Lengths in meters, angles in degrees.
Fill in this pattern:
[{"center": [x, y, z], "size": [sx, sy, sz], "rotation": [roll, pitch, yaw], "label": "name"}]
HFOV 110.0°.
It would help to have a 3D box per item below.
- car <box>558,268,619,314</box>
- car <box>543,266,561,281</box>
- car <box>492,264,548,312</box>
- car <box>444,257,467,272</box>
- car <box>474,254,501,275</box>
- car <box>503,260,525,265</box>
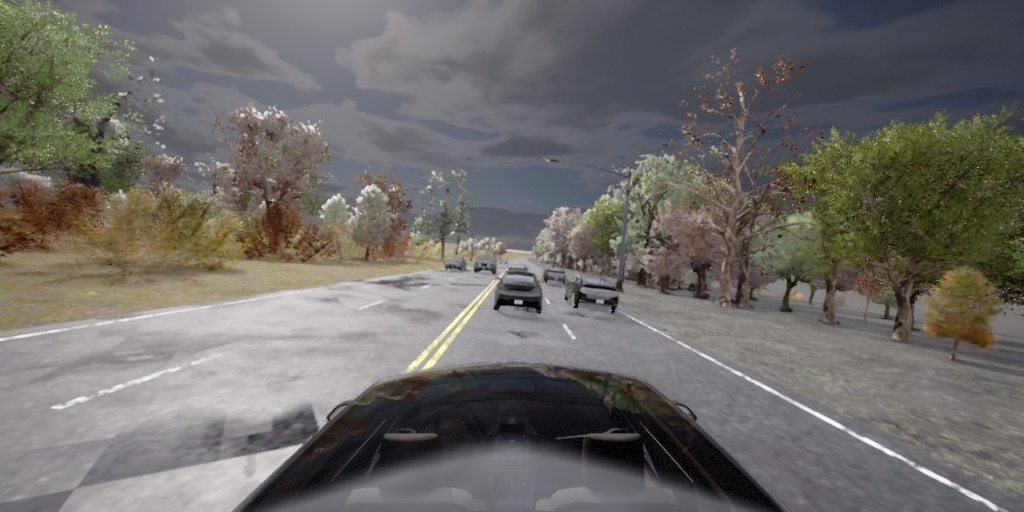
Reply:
[{"center": [3.593, 1.623, 16.791], "size": [2.128, 1.511, 4.902], "rotation": [7, 0, 1], "label": "car"}, {"center": [3.824, 1.689, 32.575], "size": [2.128, 1.511, 4.902], "rotation": [7, 0, 1], "label": "car"}, {"center": [0.292, 1.381, 15.325], "size": [1.837, 1.490, 4.892], "rotation": [4, 1, 1], "label": "car"}, {"center": [-6.008, 0.863, 38.900], "size": [1.837, 1.490, 4.892], "rotation": [5, 0, 1], "label": "car"}, {"center": [-2.751, 0.885, 38.758], "size": [2.150, 2.045, 5.566], "rotation": [5, -1, 1], "label": "car"}, {"center": [0.539, 1.424, 32.580], "size": [2.128, 1.511, 4.902], "rotation": [4, 1, 1], "label": "car"}]
